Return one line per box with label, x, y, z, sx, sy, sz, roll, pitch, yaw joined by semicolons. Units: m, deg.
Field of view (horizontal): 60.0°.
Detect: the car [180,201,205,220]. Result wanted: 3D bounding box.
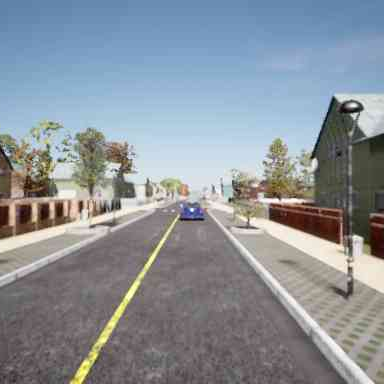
car;0.007;1.544;29.506;2.097;1.767;4.553;0;0;0
